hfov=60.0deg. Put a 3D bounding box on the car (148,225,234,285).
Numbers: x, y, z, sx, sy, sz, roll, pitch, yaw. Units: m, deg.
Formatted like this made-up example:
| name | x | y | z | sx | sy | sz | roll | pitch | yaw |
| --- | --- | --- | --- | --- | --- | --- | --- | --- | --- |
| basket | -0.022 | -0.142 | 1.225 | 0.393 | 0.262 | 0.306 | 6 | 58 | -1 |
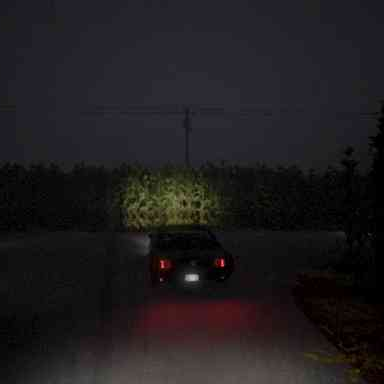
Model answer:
| name | x | y | z | sx | sy | sz | roll | pitch | yaw |
| --- | --- | --- | --- | --- | --- | --- | --- | --- | --- |
| car | -0.290 | 1.573 | 9.436 | 1.895 | 1.301 | 4.718 | 0 | 0 | -8 |
